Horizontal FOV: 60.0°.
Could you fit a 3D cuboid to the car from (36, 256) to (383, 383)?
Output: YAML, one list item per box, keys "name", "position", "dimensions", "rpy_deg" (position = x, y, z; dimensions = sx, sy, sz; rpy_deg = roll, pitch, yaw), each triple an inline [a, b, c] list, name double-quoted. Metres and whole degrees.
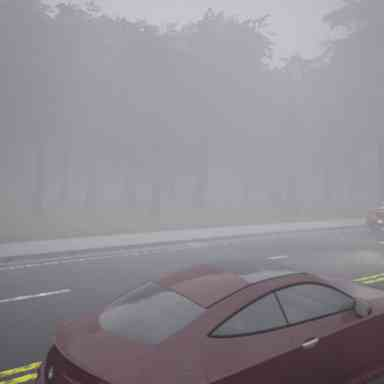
- name: "car"
  position: [0.787, 1.512, 3.824]
  dimensions: [4.674, 1.442, 1.812]
  rpy_deg: [0, 0, -34]

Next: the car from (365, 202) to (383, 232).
- name: "car"
  position: [12.072, 1.149, 18.246]
  dimensions: [5.566, 2.045, 2.150]
  rpy_deg: [0, 0, -27]
